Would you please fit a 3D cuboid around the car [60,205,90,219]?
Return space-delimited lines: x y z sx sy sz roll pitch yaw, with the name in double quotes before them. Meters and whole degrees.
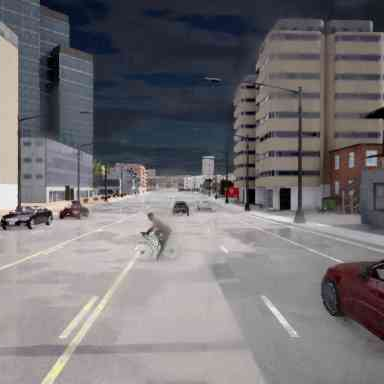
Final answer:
"car" -11.724 1.948 33.366 1.994 1.385 4.181 0 -1 -2

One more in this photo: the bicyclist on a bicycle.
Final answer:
"bicyclist on a bicycle" -1.182 1.523 11.121 1.656 1.620 0.582 -2 0 -2

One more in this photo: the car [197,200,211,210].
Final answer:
"car" 1.812 1.957 50.511 1.812 1.442 4.674 0 0 -2

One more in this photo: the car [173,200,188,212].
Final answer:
"car" -1.679 1.991 48.064 2.033 1.411 5.357 0 0 -2

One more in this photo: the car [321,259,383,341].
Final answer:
"car" 3.484 1.549 4.561 1.812 1.442 4.674 0 0 -2

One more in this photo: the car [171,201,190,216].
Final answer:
"car" -1.266 1.942 38.015 1.837 1.490 4.892 0 0 -2

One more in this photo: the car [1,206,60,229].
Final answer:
"car" -11.391 1.726 23.311 2.128 1.511 4.902 0 -1 -2
